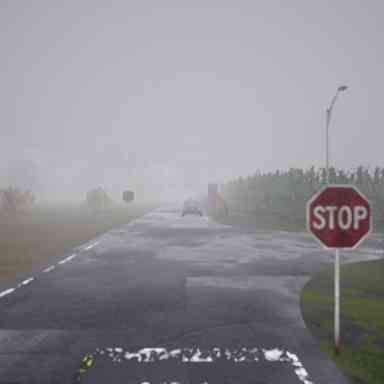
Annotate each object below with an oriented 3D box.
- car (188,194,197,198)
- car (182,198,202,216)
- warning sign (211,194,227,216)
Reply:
[{"bbox_3d":[-0.196,1.544,61.534,1.994,1.385,4.181,0,0,0],"label":"car"},{"bbox_3d":[-0.004,1.554,32.384,2.033,1.411,5.357,0,0,0],"label":"car"},{"bbox_3d":[2.354,1.122,28.731,1.300,1.860,1.060,0,0,0],"label":"warning sign"}]
